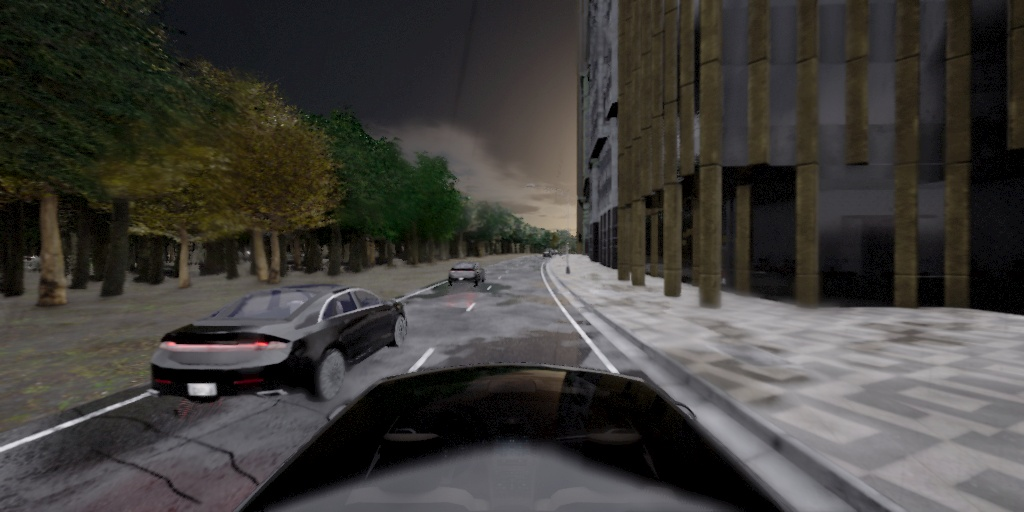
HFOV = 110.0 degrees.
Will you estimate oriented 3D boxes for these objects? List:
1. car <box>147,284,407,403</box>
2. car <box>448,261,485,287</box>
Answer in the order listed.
[{"bbox_3d":[-3.344,1.238,6.326,2.128,1.511,4.902,0,0,1],"label":"car"},{"bbox_3d":[-2.864,1.087,23.329,2.128,1.511,4.902,0,1,3],"label":"car"}]
